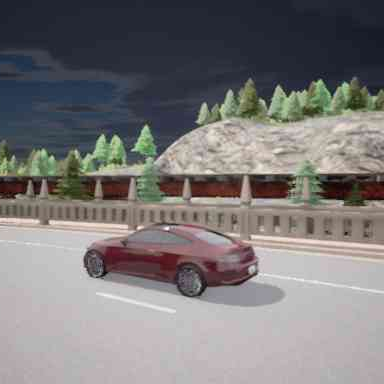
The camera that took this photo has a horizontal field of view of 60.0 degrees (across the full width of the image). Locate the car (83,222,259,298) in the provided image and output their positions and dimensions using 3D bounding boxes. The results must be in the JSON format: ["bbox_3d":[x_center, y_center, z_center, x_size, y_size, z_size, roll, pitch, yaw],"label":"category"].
[{"bbox_3d":[-0.664,1.482,8.335,4.674,1.442,1.812,0,0,32],"label":"car"}]
